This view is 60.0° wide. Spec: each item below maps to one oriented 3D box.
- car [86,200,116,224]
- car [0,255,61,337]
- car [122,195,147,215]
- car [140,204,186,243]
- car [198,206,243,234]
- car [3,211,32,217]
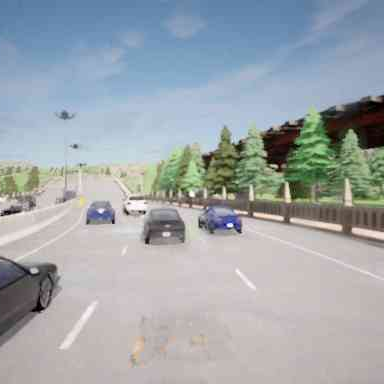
[{"bbox_3d":[-7.144,1.442,26.203,2.097,1.767,4.553,0,0,-14],"label":"car"},{"bbox_3d":[-3.608,1.577,4.690,2.033,1.411,5.357,0,0,-3],"label":"car"},{"bbox_3d":[-6.239,1.325,35.915,2.150,2.045,5.566,0,0,-17],"label":"car"},{"bbox_3d":[-1.458,1.545,16.440,1.837,1.490,4.892,0,0,-9],"label":"car"},{"bbox_3d":[1.559,1.554,19.418,1.812,1.442,4.674,0,0,-10],"label":"car"},{"bbox_3d":[-15.527,1.744,29.753,1.895,1.301,4.718,0,0,-17],"label":"car"}]
